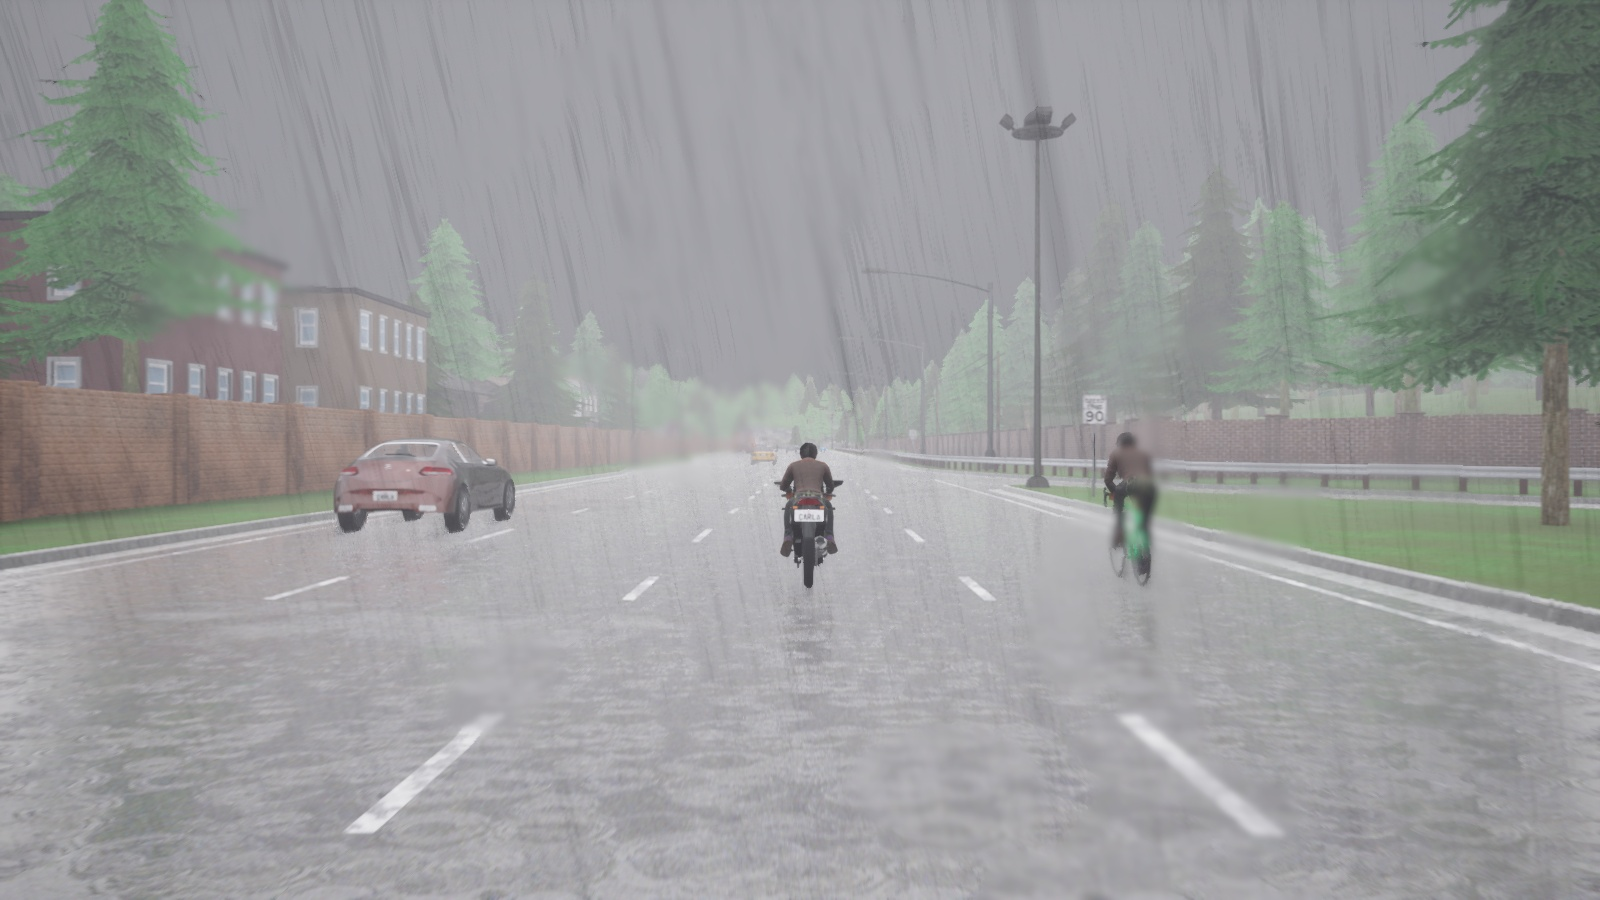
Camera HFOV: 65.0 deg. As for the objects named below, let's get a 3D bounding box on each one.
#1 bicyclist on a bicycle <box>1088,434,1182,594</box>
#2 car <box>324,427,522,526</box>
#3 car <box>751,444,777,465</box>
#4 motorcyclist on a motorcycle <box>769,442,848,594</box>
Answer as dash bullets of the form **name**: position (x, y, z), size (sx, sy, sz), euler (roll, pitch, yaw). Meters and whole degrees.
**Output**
- **bicyclist on a bicycle**: position (3.591, 0.651, 13.595), size (0.582, 1.620, 1.656), euler (0, 0, 0)
- **car**: position (-6.838, 0.431, 23.438), size (2.152, 1.651, 5.027), euler (0, 0, 1)
- **car**: position (-2.737, 0.313, 97.244), size (1.801, 1.575, 5.366), euler (0, 0, 0)
- **motorcyclist on a motorcycle**: position (0.092, 0.677, 13.613), size (0.797, 1.523, 2.044), euler (0, 0, 0)
